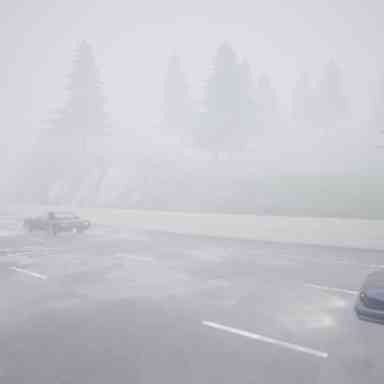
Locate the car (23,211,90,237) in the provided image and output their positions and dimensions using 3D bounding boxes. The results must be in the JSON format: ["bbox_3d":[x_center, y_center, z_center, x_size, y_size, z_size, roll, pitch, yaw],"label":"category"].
[{"bbox_3d":[-8.000,1.777,19.373,4.718,1.301,1.895,0,-1,41],"label":"car"}]

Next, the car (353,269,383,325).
[{"bbox_3d":[5.250,1.577,4.549,5.357,1.411,2.033,0,-1,35],"label":"car"}]
